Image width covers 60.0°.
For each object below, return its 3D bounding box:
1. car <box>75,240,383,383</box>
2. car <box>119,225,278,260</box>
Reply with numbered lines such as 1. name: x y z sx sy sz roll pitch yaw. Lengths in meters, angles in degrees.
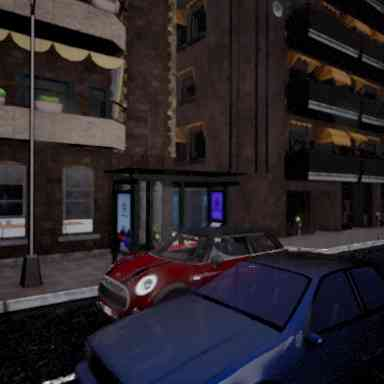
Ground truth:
1. car: 1.393 1.568 4.379 5.357 1.411 2.033 0 0 -36
2. car: 0.218 1.463 6.725 4.097 1.590 1.967 0 0 -36
